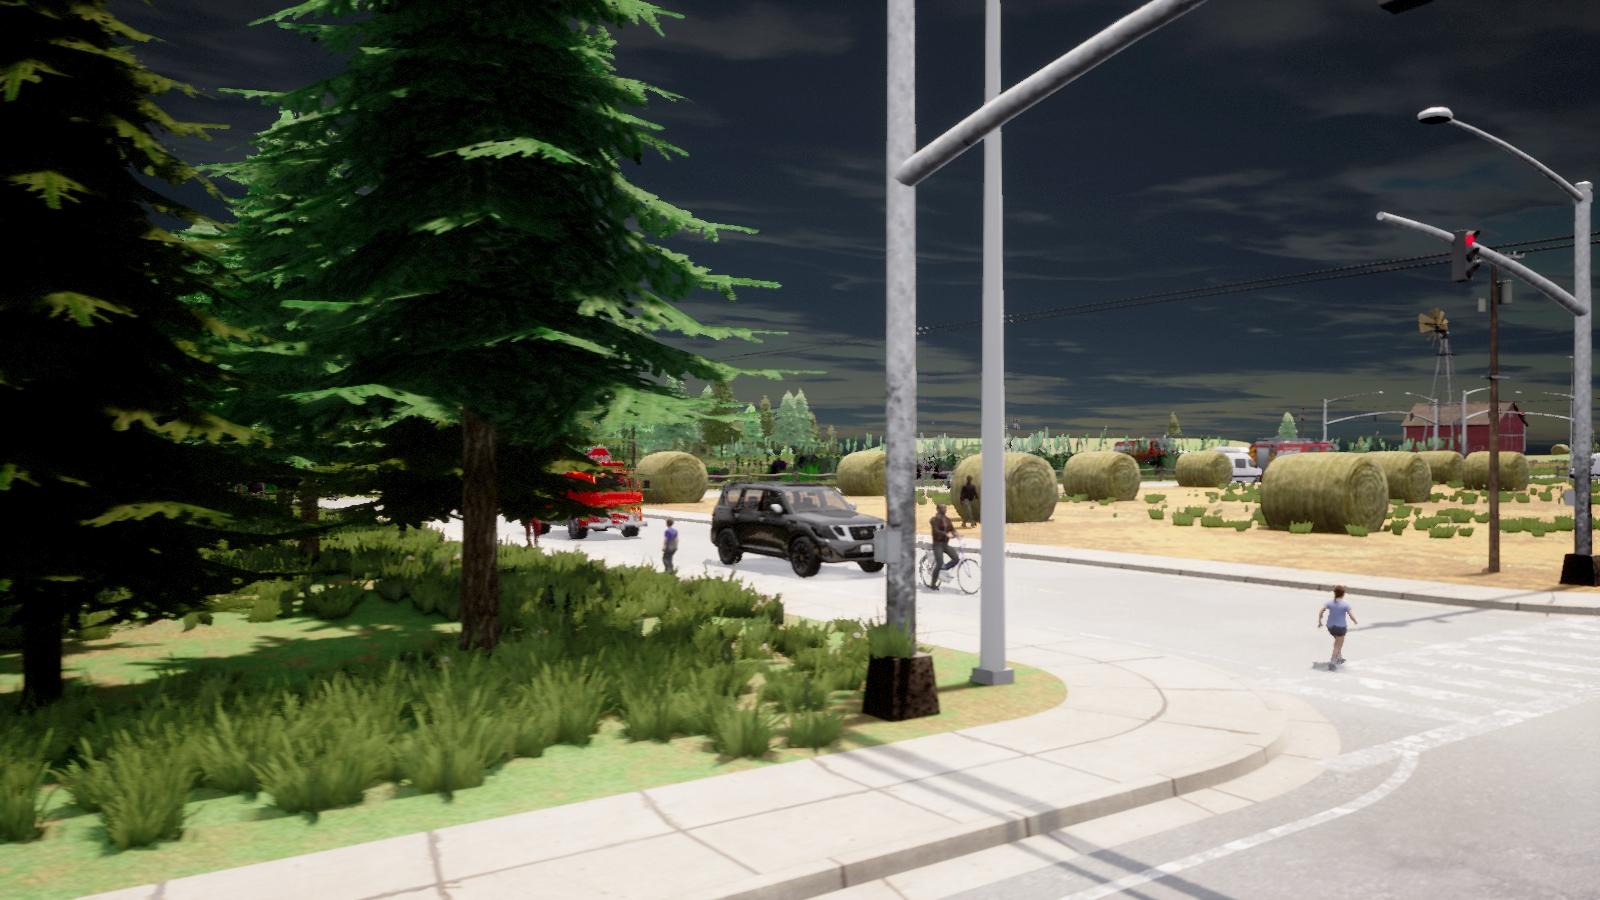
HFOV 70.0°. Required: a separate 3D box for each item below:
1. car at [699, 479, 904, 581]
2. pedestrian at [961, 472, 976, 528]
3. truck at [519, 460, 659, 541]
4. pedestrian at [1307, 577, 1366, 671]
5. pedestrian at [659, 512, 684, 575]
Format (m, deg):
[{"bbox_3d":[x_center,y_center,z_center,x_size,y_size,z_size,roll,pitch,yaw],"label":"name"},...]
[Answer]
[{"bbox_3d":[-0.129,1.781,27.320,2.150,2.045,5.566,0,0,-34],"label":"car"},{"bbox_3d":[5.652,1.683,38.377,0.375,1.860,0.375,0,0,-21],"label":"pedestrian"},{"bbox_3d":[-7.027,1.582,37.580,2.627,2.467,5.204,0,-1,-34],"label":"truck"},{"bbox_3d":[6.907,2.229,14.722,0.500,1.100,0.500,0,0,-34],"label":"pedestrian"},{"bbox_3d":[-2.731,1.975,24.215,0.375,1.300,0.375,0,0,-41],"label":"pedestrian"}]
